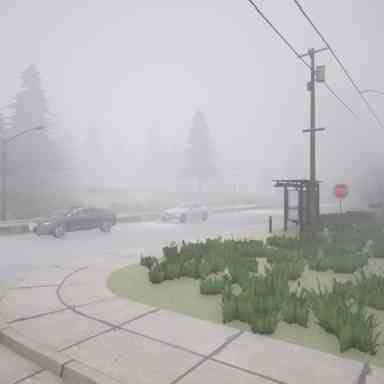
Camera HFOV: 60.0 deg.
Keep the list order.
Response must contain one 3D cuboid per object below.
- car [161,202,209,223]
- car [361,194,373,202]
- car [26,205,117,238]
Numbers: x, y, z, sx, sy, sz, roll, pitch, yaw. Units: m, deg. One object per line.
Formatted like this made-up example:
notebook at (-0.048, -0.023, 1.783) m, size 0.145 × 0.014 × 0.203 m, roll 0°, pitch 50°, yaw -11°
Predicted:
car at (-0.408, 1.527, 25.911) m, size 1.812 × 1.442 × 4.674 m, roll 0°, pitch 0°, yaw 36°
car at (40.338, 1.356, 76.527) m, size 2.097 × 1.767 × 4.553 m, roll 0°, pitch 0°, yaw 36°
car at (-6.255, 1.492, 17.839) m, size 2.128 × 1.511 × 4.902 m, roll 0°, pitch 0°, yaw 36°
